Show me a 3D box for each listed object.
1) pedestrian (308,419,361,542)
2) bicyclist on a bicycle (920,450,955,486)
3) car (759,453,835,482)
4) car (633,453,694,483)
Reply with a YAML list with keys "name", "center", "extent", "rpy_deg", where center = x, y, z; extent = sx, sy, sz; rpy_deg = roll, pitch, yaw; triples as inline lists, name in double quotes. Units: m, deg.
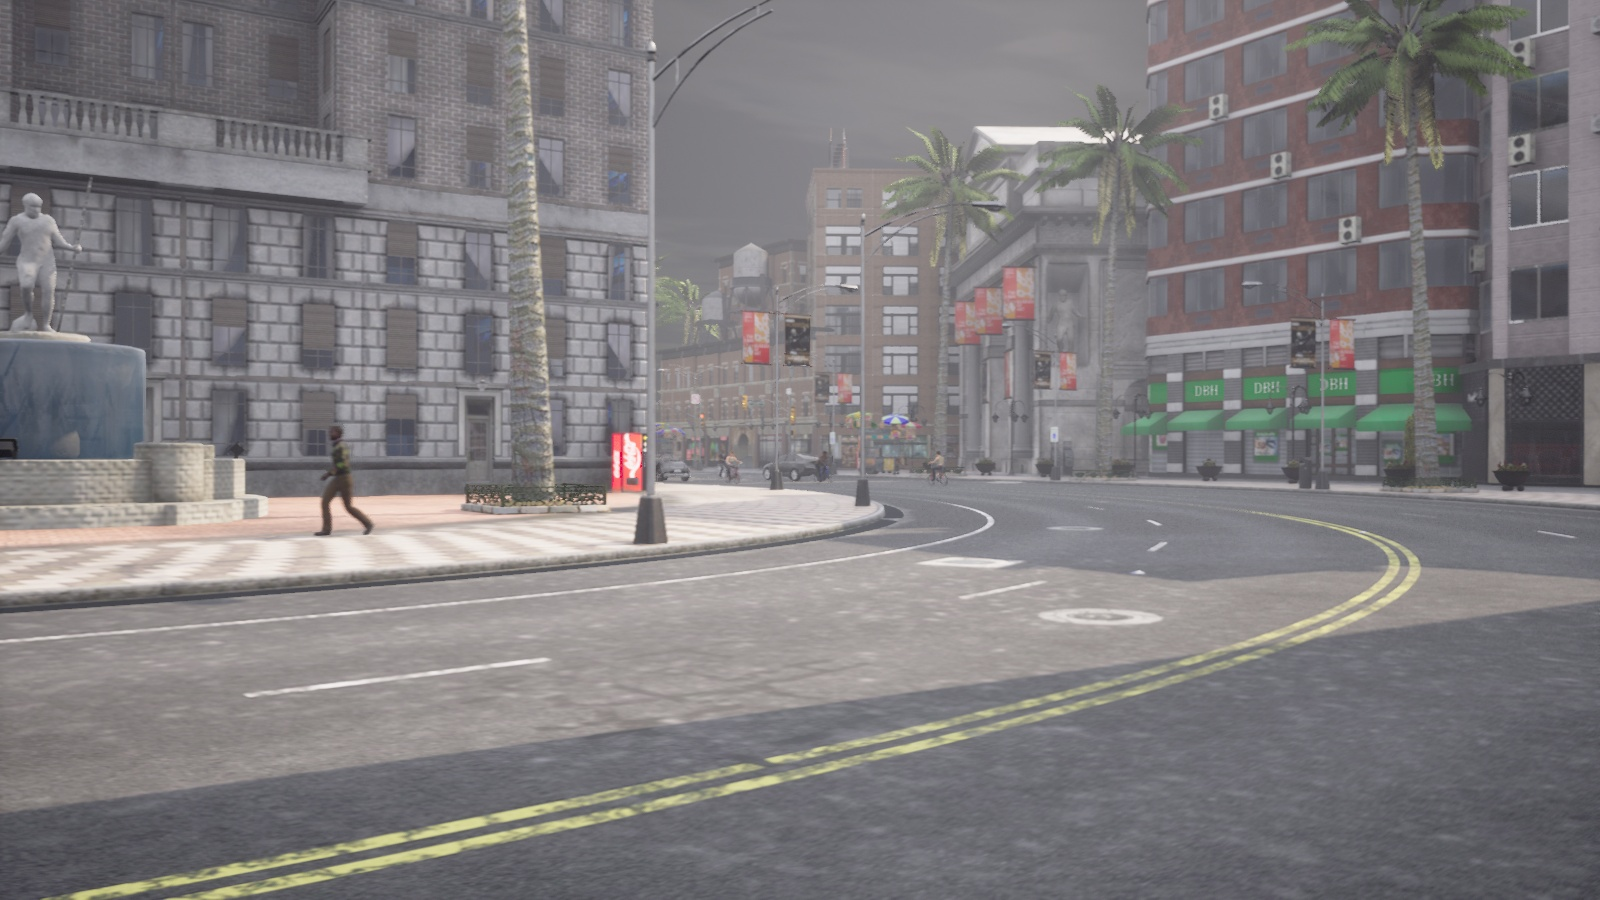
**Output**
- name: "pedestrian"
  center: [-7.418, 0.480, 20.011]
  extent: [0.692, 1.930, 0.395]
  rpy_deg: [0, 0, -40]
- name: "bicyclist on a bicycle"
  center: [6.349, 0.824, 58.189]
  extent: [0.866, 1.612, 1.509]
  rpy_deg: [0, -1, -31]
- name: "car"
  center: [-0.223, 0.942, 68.944]
  extent: [1.837, 1.490, 4.892]
  rpy_deg: [0, 0, -32]
- name: "car"
  center: [-7.289, 0.929, 66.924]
  extent: [1.789, 1.549, 3.705]
  rpy_deg: [0, 0, -32]
